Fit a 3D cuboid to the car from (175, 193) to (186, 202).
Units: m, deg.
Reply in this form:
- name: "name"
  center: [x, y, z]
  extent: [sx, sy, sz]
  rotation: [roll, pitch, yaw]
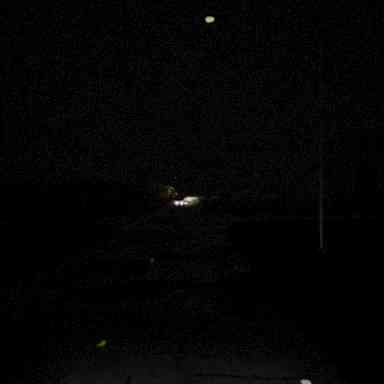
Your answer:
- name: "car"
  center: [-2.763, 1.383, 73.783]
  extent: [2.128, 1.511, 4.902]
  rotation: [0, 1, 0]
